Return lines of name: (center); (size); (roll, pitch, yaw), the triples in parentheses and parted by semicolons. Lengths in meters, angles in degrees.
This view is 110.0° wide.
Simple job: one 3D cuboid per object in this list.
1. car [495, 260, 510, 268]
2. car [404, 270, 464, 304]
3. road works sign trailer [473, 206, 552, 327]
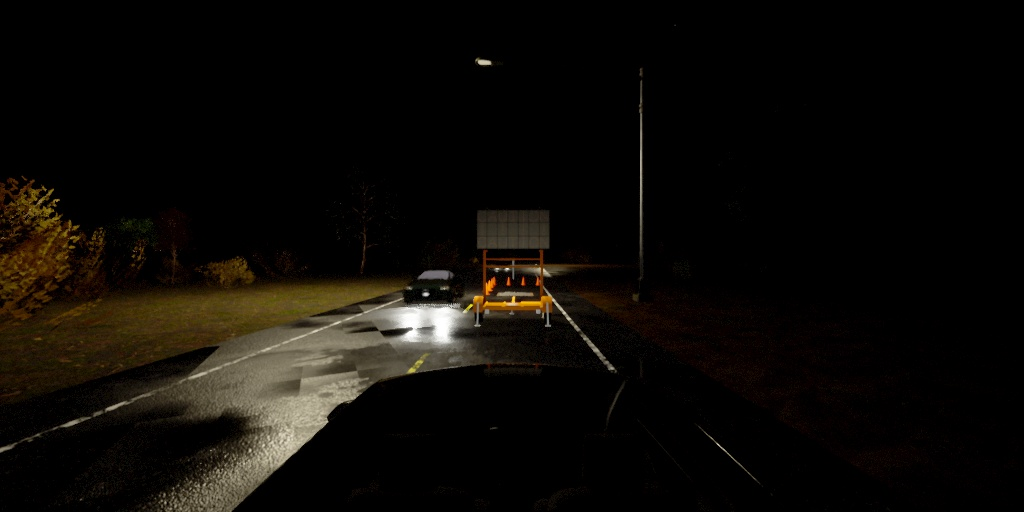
car: (-1.562, 1.077, 58.576); (2.097, 1.767, 4.553); (0, 0, 4)
car: (-3.346, 1.309, 16.027); (1.994, 1.385, 4.181); (0, 0, 1)
road works sign trailer: (0.042, 0.211, 11.549); (2.380, 3.560, 2.880); (0, 0, 1)
